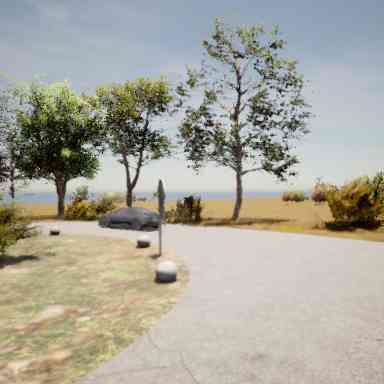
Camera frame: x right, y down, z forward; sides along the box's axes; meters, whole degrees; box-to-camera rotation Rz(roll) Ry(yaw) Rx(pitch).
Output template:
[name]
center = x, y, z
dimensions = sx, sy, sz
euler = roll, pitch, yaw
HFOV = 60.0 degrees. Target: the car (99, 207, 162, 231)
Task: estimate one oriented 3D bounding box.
[car]
center = -4.013, 1.650, 21.418
dimensions = 4.181, 1.385, 1.994
euler = 0, 0, 31
